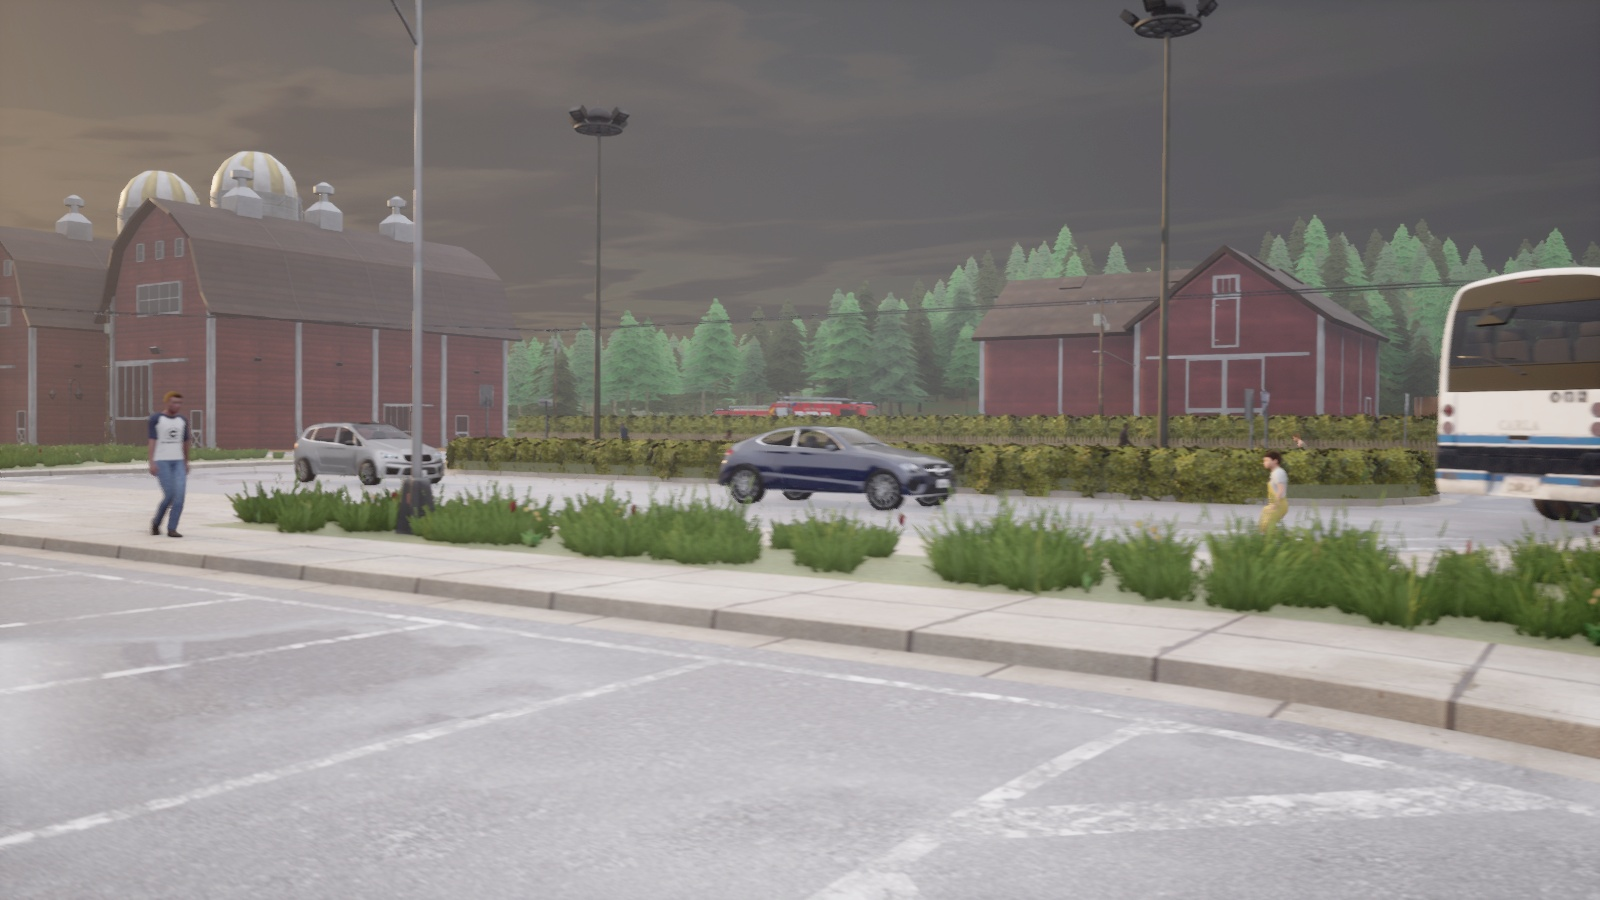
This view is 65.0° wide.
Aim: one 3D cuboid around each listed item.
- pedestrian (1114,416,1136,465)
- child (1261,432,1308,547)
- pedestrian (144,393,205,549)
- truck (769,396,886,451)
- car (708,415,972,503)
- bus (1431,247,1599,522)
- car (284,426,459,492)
[{"bbox_3d":[12.162,-0.363,46.960,0.703,1.840,0.431,0,1,27],"label":"pedestrian"},{"bbox_3d":[5.360,0.430,13.903,0.437,1.263,0.270,0,1,10],"label":"child"},{"bbox_3d":[-7.539,0.250,15.135,0.706,1.836,0.354,0,1,37],"label":"pedestrian"},{"bbox_3d":[2.029,-1.889,90.145,8.468,3.827,2.891,-1,1,-39],"label":"truck"},{"bbox_3d":[0.768,0.153,25.774,5.027,1.651,2.152,0,1,34],"label":"car"},{"bbox_3d":[16.721,-1.104,22.467,10.273,4.253,3.944,-1,1,-23],"label":"bus"},{"bbox_3d":[-11.707,0.218,34.182,4.611,1.667,2.242,0,1,36],"label":"car"}]
